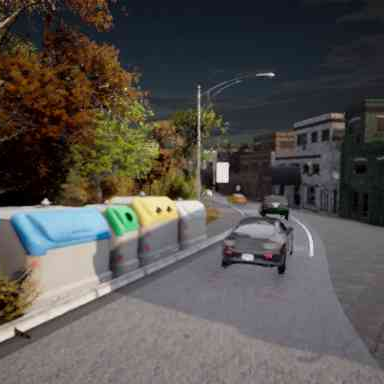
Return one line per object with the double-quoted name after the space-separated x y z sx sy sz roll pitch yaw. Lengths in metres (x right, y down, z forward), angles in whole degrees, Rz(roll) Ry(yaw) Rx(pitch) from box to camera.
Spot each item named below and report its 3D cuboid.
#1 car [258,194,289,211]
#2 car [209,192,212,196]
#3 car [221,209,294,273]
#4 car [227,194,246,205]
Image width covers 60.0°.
6.878 1.160 28.348 2.150 2.045 5.566 1 0 8 "car"
2.654 0.100 66.521 1.812 1.442 4.674 -1 4 -14 "car"
2.235 1.527 10.805 1.812 1.442 4.674 2 1 20 "car"
6.565 1.004 49.411 1.882 1.535 5.008 0 2 -8 "car"
